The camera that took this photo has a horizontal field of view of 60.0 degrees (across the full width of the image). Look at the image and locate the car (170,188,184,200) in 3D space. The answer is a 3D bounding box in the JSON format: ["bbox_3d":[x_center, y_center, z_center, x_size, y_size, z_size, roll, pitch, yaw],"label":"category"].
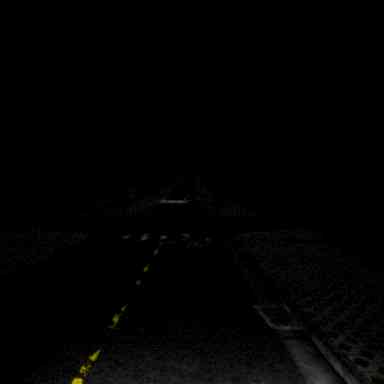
[{"bbox_3d":[-2.742,0.353,60.821,2.150,2.045,5.566,0,2,0],"label":"car"}]

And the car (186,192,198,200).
[{"bbox_3d":[0.008,0.701,60.704,1.994,1.385,4.181,0,2,0],"label":"car"}]
